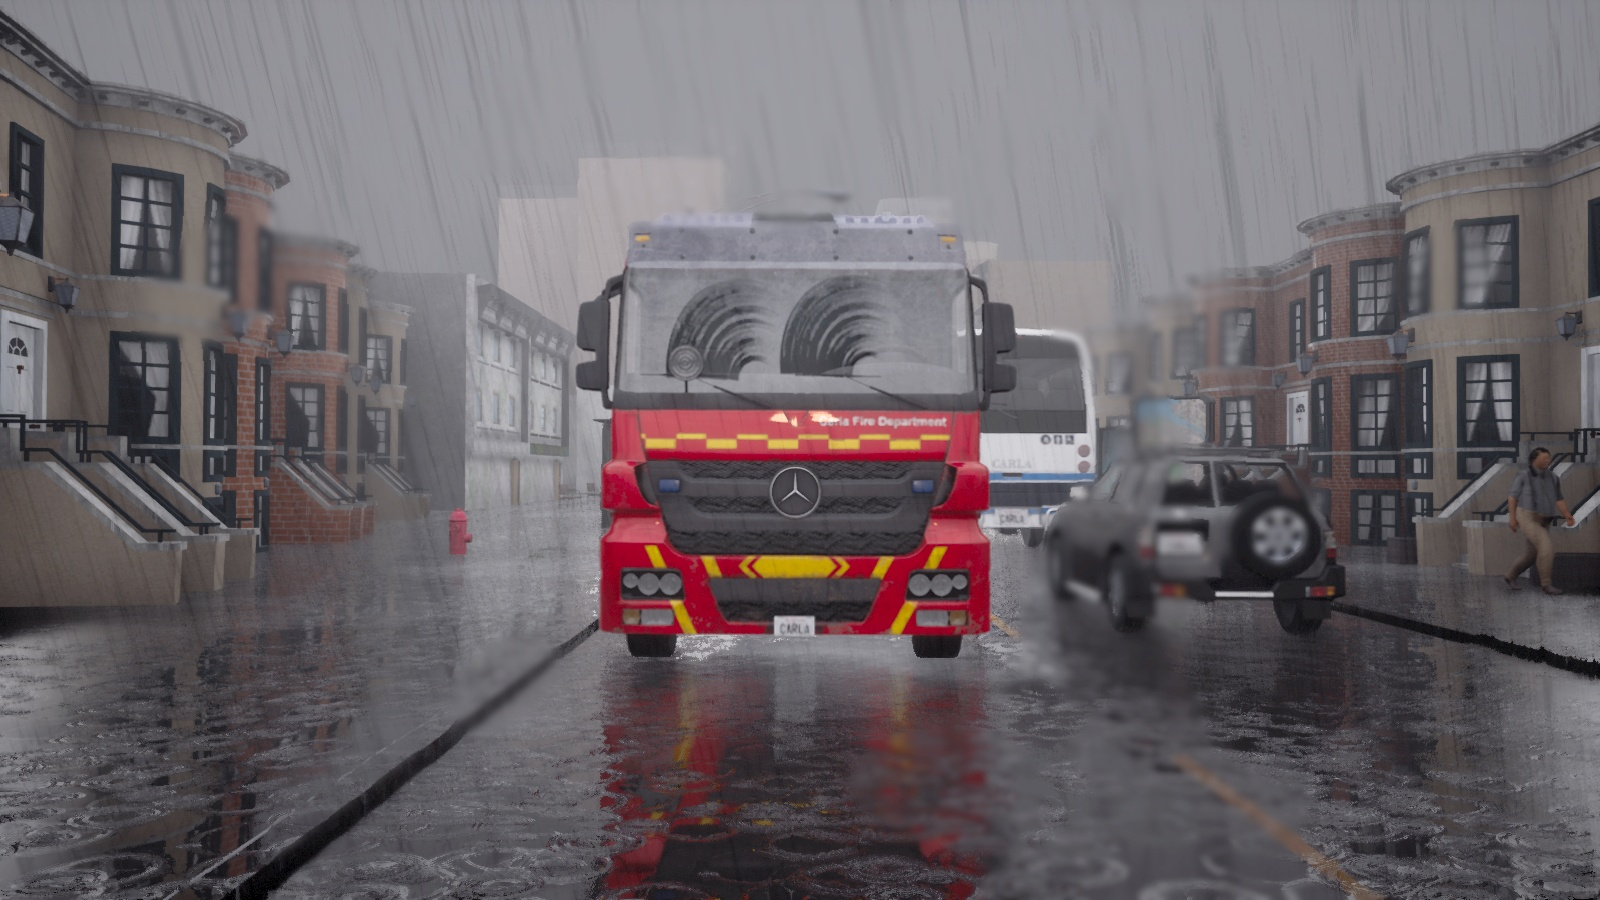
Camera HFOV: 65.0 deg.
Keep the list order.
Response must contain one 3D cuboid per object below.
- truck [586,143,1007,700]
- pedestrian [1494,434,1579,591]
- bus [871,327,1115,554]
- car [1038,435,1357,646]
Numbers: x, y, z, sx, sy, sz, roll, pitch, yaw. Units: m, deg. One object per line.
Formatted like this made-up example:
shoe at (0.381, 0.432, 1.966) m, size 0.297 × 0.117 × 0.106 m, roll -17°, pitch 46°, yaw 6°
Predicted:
truck at (-0.042, -0.134, 12.891) m, size 2.891 × 3.827 × 8.468 m, roll 0°, pitch -1°, yaw 0°
pedestrian at (8.942, 0.744, 15.259) m, size 0.540 × 1.848 × 0.694 m, roll 0°, pitch -1°, yaw -13°
bus at (3.913, -0.097, 28.694) m, size 3.944 × 4.253 × 10.273 m, roll 0°, pitch -1°, yaw 0°
car at (3.961, 0.841, 13.436) m, size 1.932 × 1.855 × 4.605 m, roll 0°, pitch -1°, yaw 0°
